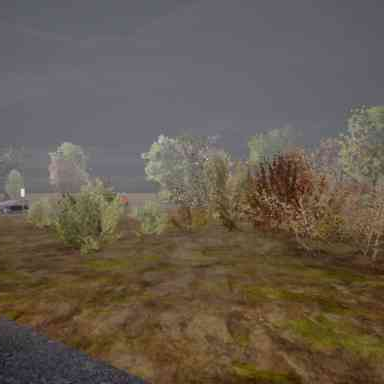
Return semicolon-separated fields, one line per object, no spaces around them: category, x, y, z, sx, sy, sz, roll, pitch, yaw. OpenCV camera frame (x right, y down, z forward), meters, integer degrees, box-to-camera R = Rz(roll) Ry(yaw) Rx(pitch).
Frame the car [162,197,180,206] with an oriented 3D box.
car;-3.187;1.523;57.717;2.128;1.511;4.902;0;0;40

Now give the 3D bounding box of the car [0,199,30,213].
car;-19.415;1.505;36.945;2.128;1.511;4.902;0;0;36
